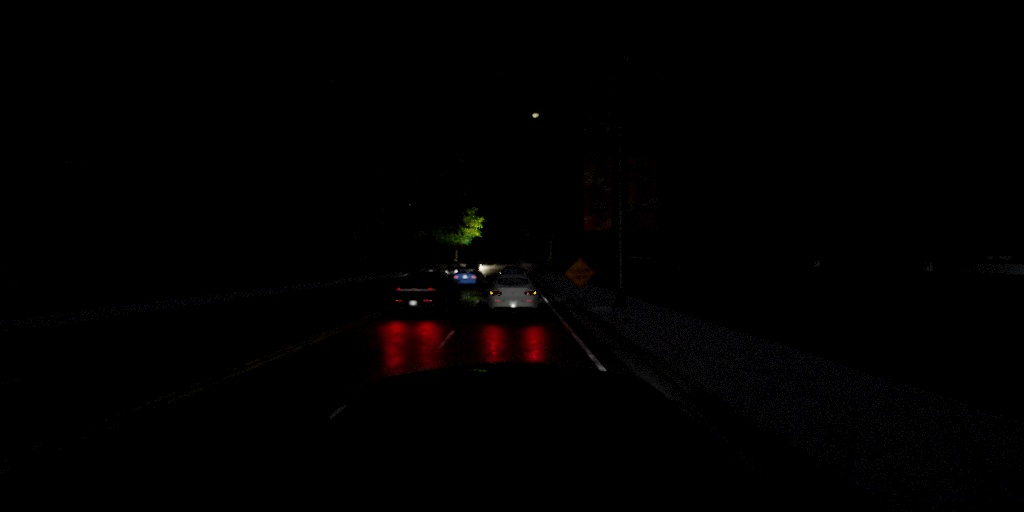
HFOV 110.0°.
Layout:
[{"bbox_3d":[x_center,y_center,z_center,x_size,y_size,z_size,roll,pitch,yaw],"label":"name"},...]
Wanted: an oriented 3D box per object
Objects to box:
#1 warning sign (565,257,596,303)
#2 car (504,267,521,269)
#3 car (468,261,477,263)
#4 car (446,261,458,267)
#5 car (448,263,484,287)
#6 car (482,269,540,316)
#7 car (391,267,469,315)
[{"bbox_3d":[2.858,0.978,14.875,1.300,1.860,1.060,0,0,0],"label":"warning sign"},{"bbox_3d":[0.033,1.505,27.094,2.033,1.411,5.357,0,0,0],"label":"car"},{"bbox_3d":[-6.534,1.600,58.670,2.128,1.511,4.902,0,0,0],"label":"car"},{"bbox_3d":[-9.764,1.637,59.843,1.812,1.442,4.674,0,0,1],"label":"car"},{"bbox_3d":[-3.217,1.505,27.098,2.033,1.411,5.357,0,0,0],"label":"car"},{"bbox_3d":[0.042,1.381,13.836,1.812,1.442,4.674,0,-1,0],"label":"car"},{"bbox_3d":[-3.205,1.348,14.138,2.128,1.511,4.902,0,-1,1],"label":"car"}]
